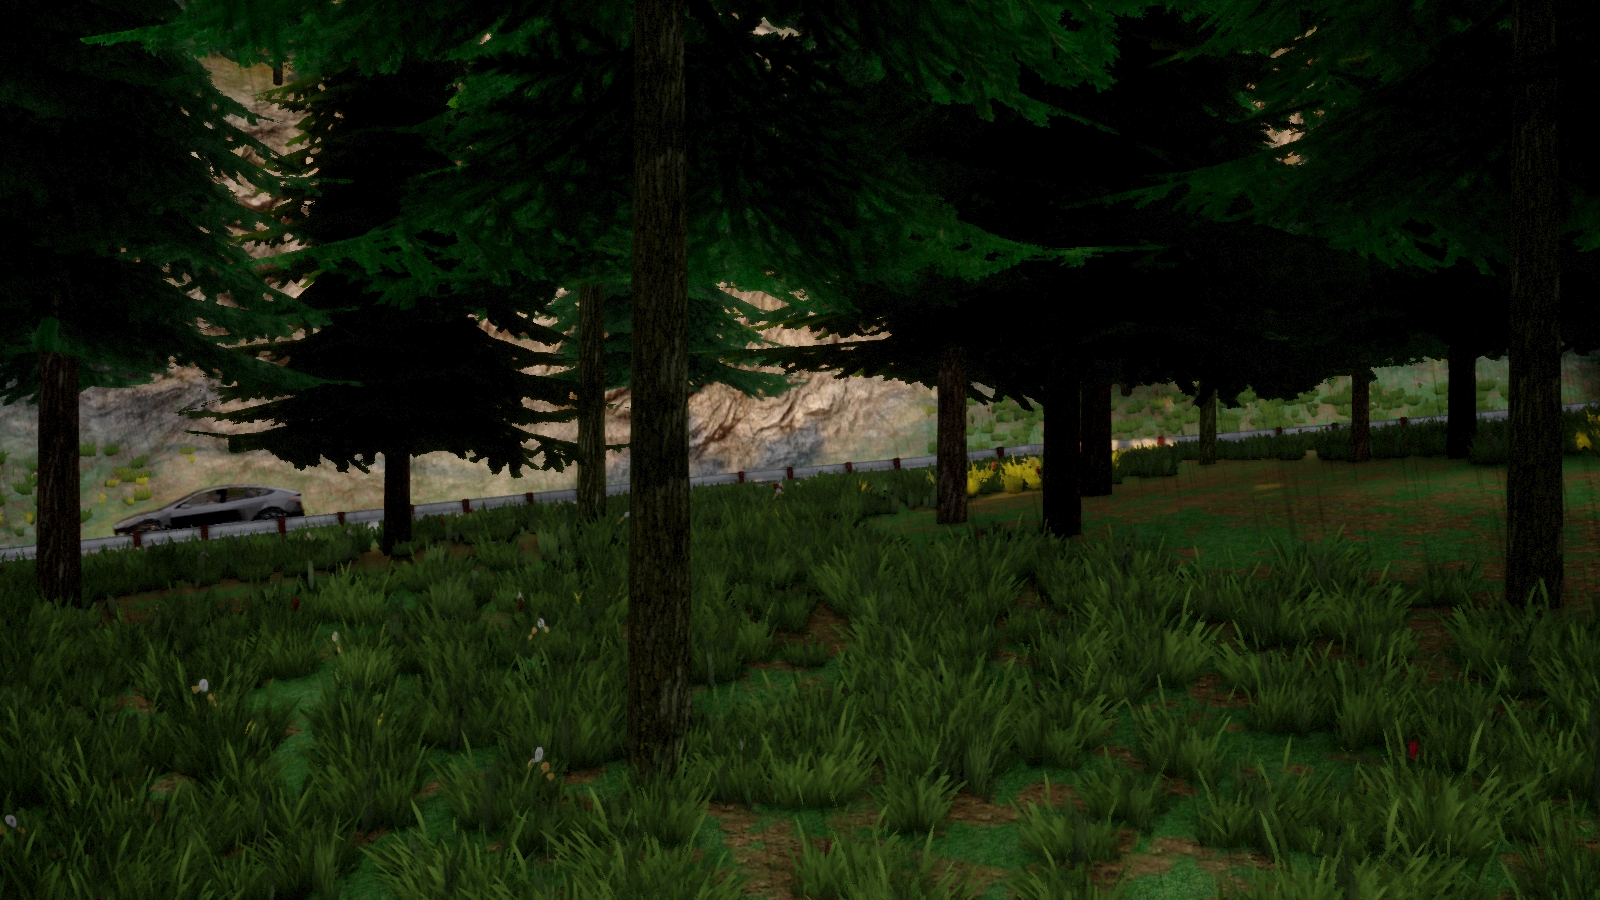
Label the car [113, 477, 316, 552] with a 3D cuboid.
[{"bbox_3d":[-16.410,1.748,32.083,4.792,1.488,2.163,-5,3,-32],"label":"car"}]
